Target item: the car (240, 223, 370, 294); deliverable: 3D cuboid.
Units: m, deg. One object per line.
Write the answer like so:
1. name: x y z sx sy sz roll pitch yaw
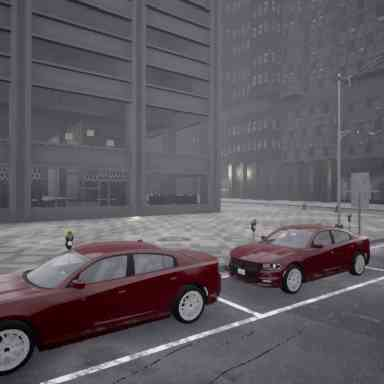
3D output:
1. car: 2.937 1.546 8.789 4.507 1.381 1.887 0 0 -36

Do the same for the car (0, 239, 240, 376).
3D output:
1. car: -1.550 1.545 5.565 4.507 1.381 1.887 0 0 -36
